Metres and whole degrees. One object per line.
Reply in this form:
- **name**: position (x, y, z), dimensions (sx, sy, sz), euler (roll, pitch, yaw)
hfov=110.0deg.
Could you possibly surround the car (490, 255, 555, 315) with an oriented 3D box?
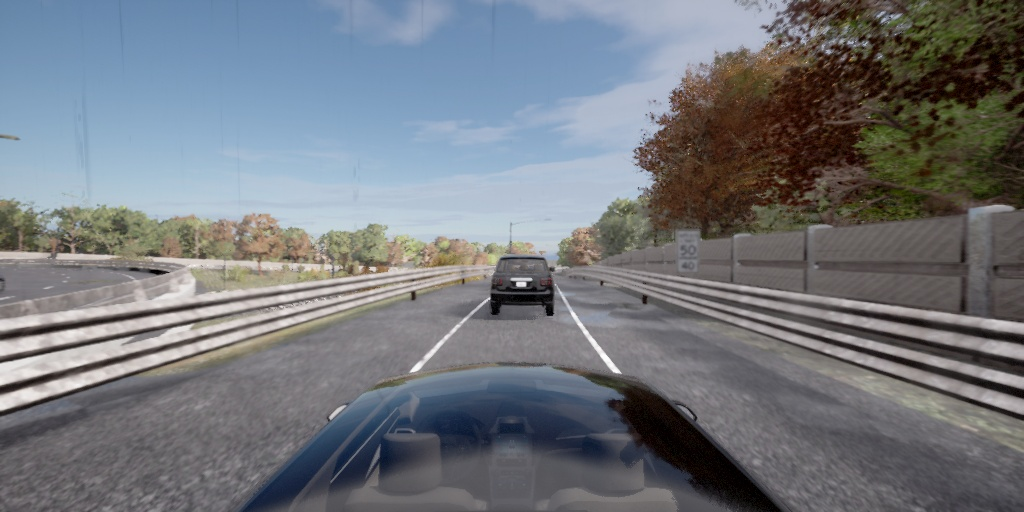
- **car**: position (0.473, 0.977, 13.821), dimensions (2.150, 2.045, 5.566), euler (0, 0, 4)

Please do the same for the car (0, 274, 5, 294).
- **car**: position (-25.297, 1.020, 16.136), dimensions (2.097, 1.767, 4.553), euler (0, 0, -41)
